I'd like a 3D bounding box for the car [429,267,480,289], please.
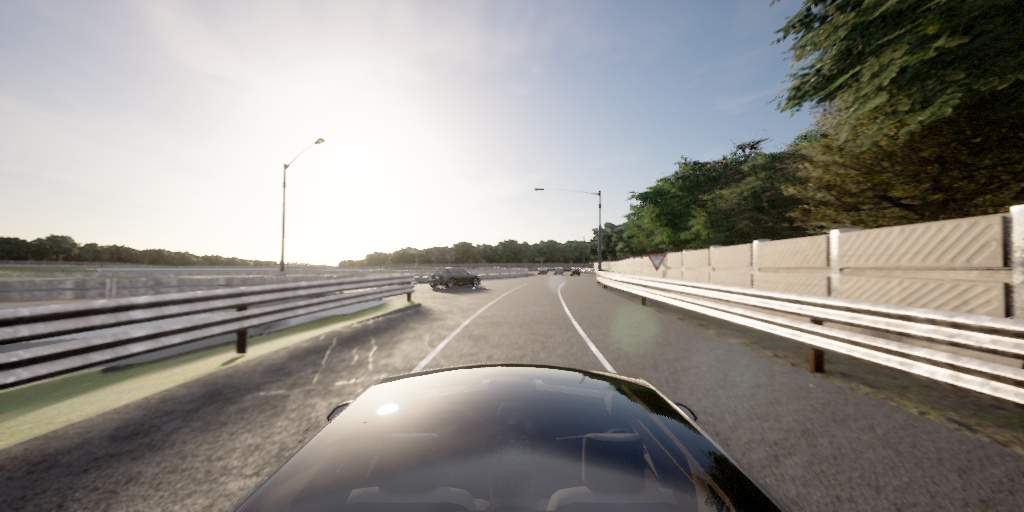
[{"bbox_3d":[-4.729,1.749,30.147,2.097,1.767,4.553,-1,-2,34],"label":"car"}]
